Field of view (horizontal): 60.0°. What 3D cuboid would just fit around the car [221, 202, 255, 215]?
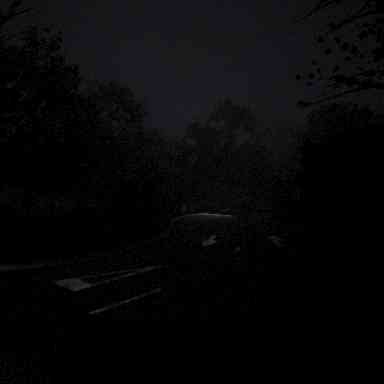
[{"bbox_3d":[5.704,2.003,40.828,4.892,1.490,1.837,1,-3,-38],"label":"car"}]
